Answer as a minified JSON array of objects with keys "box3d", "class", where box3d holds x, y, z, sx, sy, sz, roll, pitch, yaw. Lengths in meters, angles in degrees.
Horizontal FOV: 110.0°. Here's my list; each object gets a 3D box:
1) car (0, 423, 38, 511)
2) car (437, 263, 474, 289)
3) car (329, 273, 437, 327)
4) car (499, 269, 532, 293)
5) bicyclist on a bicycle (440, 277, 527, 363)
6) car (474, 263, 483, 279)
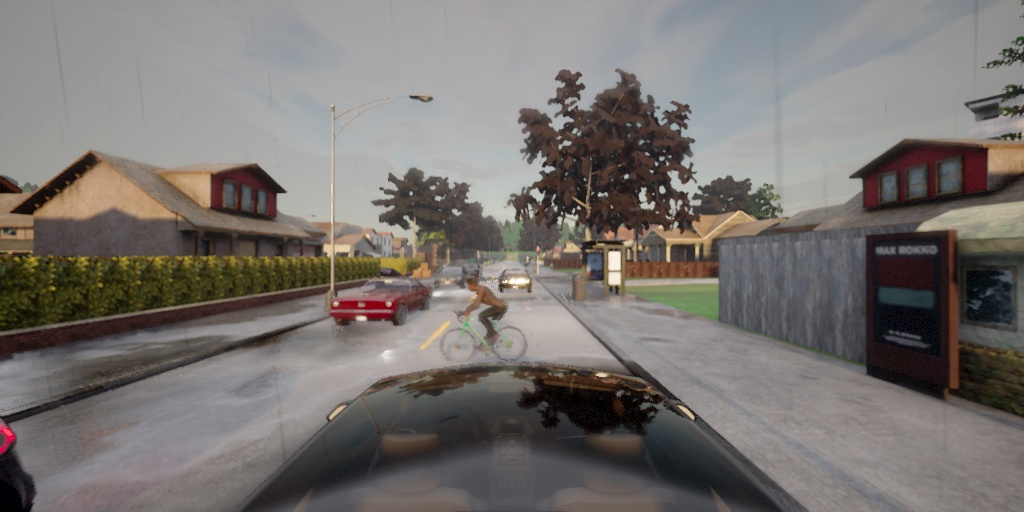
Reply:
[{"box3d":[-4.117,1.309,0.535,1.994,1.385,4.181,0,0,0],"class":"car"},{"box3d":[-3.890,1.374,24.108,1.812,1.442,4.674,0,0,1],"class":"car"},{"box3d":[-4.052,1.396,11.888,1.895,1.301,4.718,0,0,0],"class":"car"},{"box3d":[0.203,1.440,21.882,1.895,1.301,4.718,0,0,0],"class":"car"},{"box3d":[-0.551,1.219,6.756,1.656,1.620,0.582,-2,0,0],"class":"bicyclist on a bicycle"},{"box3d":[-3.850,1.396,33.752,1.837,1.490,4.892,0,0,1],"class":"car"}]
